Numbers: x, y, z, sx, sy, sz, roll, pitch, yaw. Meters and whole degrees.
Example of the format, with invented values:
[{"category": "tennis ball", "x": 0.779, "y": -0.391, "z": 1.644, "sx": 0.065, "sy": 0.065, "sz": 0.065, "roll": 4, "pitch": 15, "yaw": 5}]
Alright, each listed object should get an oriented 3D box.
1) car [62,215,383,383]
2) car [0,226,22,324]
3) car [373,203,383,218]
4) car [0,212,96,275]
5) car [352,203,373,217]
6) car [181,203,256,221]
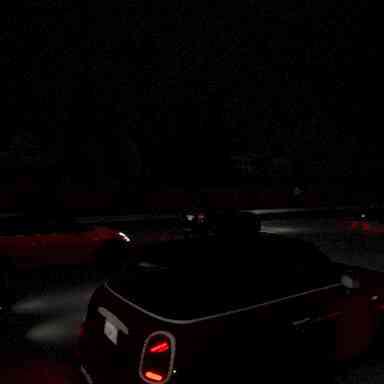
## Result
[{"category": "car", "x": 0.942, "y": 1.353, "z": 4.433, "sx": 4.553, "sy": 1.767, "sz": 2.097, "roll": 0, "pitch": 0, "yaw": -36}, {"category": "car", "x": -5.161, "y": 1.490, "z": 4.357, "sx": 4.902, "sy": 1.511, "sz": 2.128, "roll": 0, "pitch": 0, "yaw": -36}, {"category": "car", "x": 15.092, "y": 1.354, "z": 23.325, "sx": 4.553, "sy": 1.767, "sz": 2.097, "roll": 0, "pitch": 0, "yaw": -36}, {"category": "car", "x": -4.011, "y": 1.353, "z": 9.492, "sx": 4.553, "sy": 1.767, "sz": 2.097, "roll": 0, "pitch": 0, "yaw": -36}, {"category": "car", "x": 15.545, "y": 1.603, "z": 27.978, "sx": 4.718, "sy": 1.301, "sz": 1.895, "roll": 0, "pitch": 0, "yaw": -36}, {"category": "car", "x": 1.606, "y": 1.353, "z": 17.861, "sx": 4.553, "sy": 1.767, "sz": 2.097, "roll": 0, "pitch": 0, "yaw": -37}]
